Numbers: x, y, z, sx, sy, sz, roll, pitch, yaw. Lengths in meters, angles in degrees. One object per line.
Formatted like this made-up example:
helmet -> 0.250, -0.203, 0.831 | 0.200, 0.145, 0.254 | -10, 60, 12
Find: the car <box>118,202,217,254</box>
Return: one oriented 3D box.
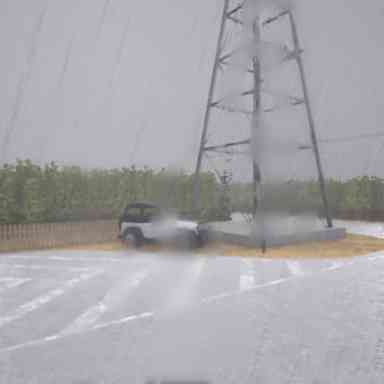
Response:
car -> -1.090, 1.356, 13.408 | 3.866, 1.878, 1.905 | 0, 0, 23
